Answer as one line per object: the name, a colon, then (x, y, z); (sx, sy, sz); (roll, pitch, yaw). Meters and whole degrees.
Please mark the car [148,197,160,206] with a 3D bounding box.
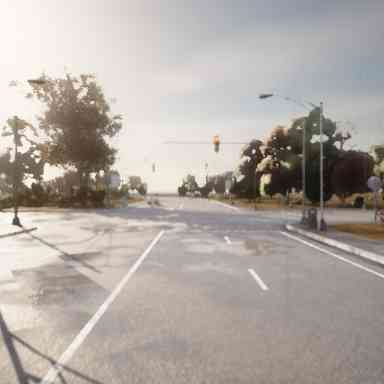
car: (-7.046, 1.741, 61.487); (2.128, 1.511, 4.902); (0, 0, 0)
